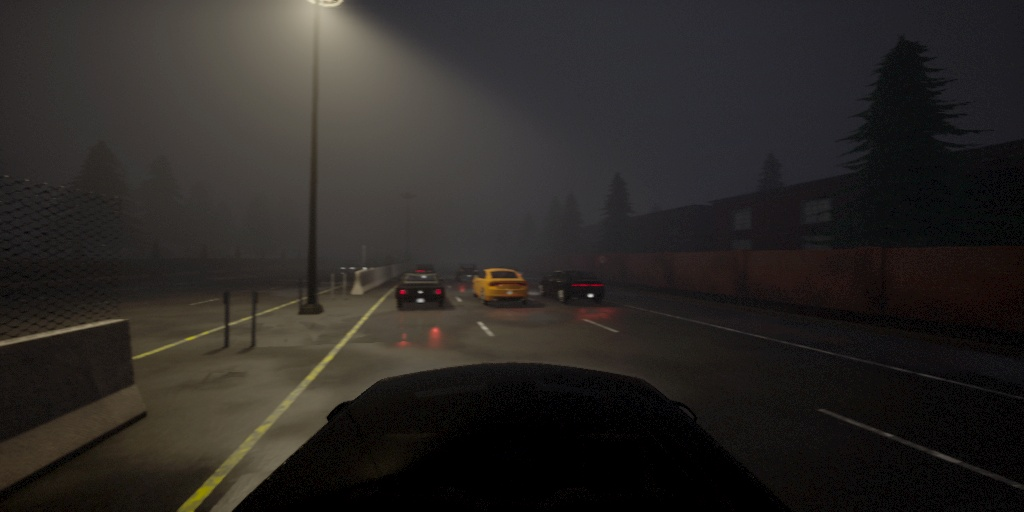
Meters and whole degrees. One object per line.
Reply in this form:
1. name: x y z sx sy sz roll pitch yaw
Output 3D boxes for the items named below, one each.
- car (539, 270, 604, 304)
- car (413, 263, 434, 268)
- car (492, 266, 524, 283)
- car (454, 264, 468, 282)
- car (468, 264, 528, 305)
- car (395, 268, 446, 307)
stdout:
1. car: 2.761 1.413 17.596 1.837 1.490 4.892 1 0 -14
2. car: -7.362 1.362 30.379 1.837 1.490 4.892 1 0 -12
3. car: -0.487 1.562 31.686 1.895 1.301 4.718 1 0 -12
4. car: -3.942 1.401 31.116 2.128 1.511 4.902 1 0 -12
5. car: -0.672 1.329 16.918 1.882 1.535 5.008 1 0 -14
6. car: -3.985 1.396 15.703 1.895 1.301 4.718 1 0 -14
